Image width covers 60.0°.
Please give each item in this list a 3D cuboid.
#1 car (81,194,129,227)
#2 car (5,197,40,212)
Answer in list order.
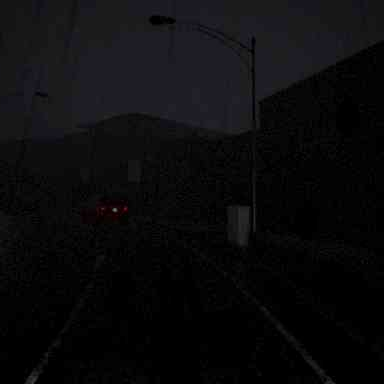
[{"bbox_3d":[-5.957,1.156,22.500,2.150,2.045,5.566,1,0,-29],"label":"car"},{"bbox_3d":[-18.732,1.315,36.621,5.008,1.535,1.882,1,0,37],"label":"car"}]
